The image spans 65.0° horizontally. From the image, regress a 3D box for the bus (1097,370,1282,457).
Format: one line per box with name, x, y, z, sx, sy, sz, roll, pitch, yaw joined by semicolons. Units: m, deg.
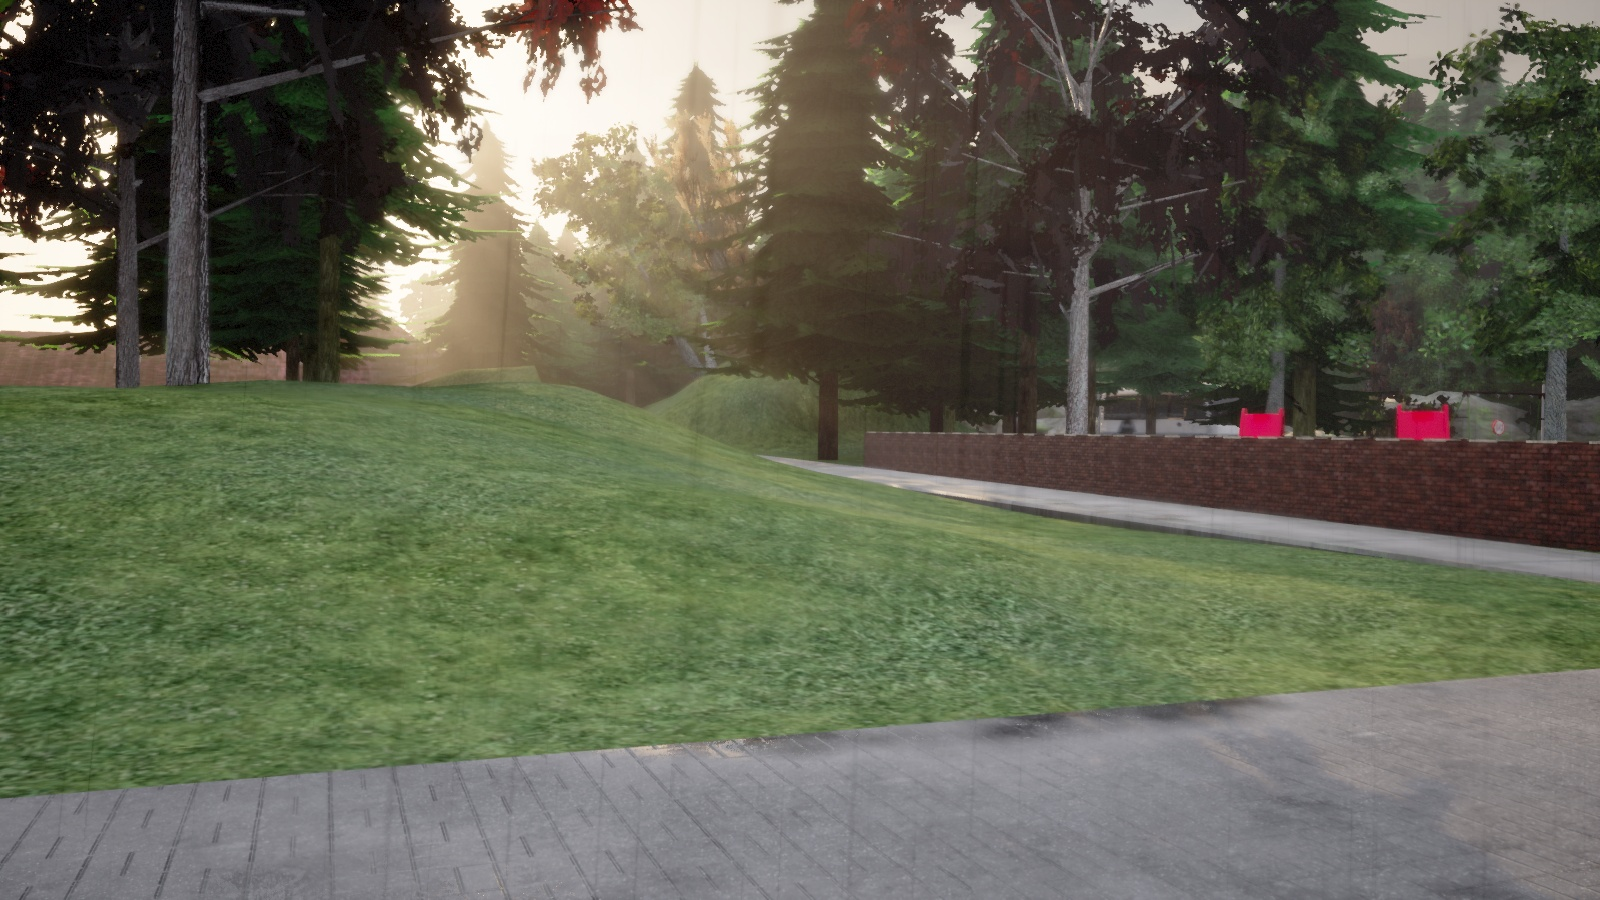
bus;20.502;-1.892;67.130;3.944;4.253;10.273;-1;1;-21
